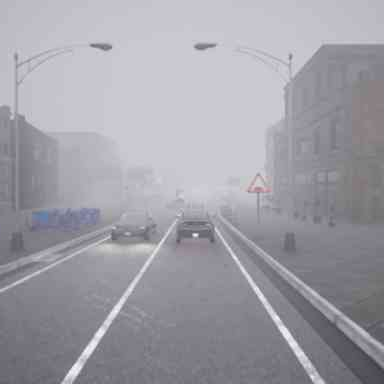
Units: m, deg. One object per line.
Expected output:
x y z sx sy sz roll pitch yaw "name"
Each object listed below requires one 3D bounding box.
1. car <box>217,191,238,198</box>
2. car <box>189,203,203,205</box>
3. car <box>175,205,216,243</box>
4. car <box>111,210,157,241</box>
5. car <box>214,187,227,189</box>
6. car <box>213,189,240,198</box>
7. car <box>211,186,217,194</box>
8.494 0.547 79.929 4.674 1.452 2.002 0 2 0 "car"
0.416 1.782 32.739 1.895 1.301 4.718 0 0 3 "car"
0.167 1.667 17.165 1.837 1.490 4.892 0 0 0 "car"
-2.977 1.692 17.792 1.812 1.442 4.674 0 0 1 "car"
8.438 0.279 82.676 4.553 1.767 2.185 0 2 0 "car"
8.326 0.610 77.170 5.366 1.575 1.946 0 2 0 "car"
8.478 0.055 85.425 5.566 2.045 2.435 0 2 0 "car"
